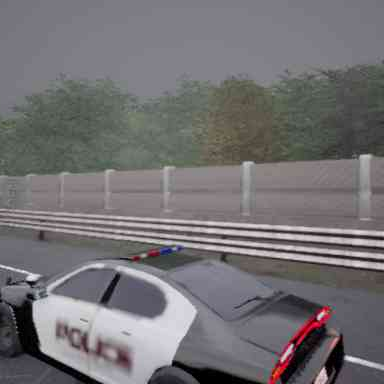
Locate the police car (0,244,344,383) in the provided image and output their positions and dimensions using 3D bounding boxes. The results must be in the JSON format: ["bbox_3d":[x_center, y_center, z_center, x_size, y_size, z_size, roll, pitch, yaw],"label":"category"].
[{"bbox_3d":[-0.797,1.520,4.436,4.974,1.542,2.038,0,0,36],"label":"police car"}]
